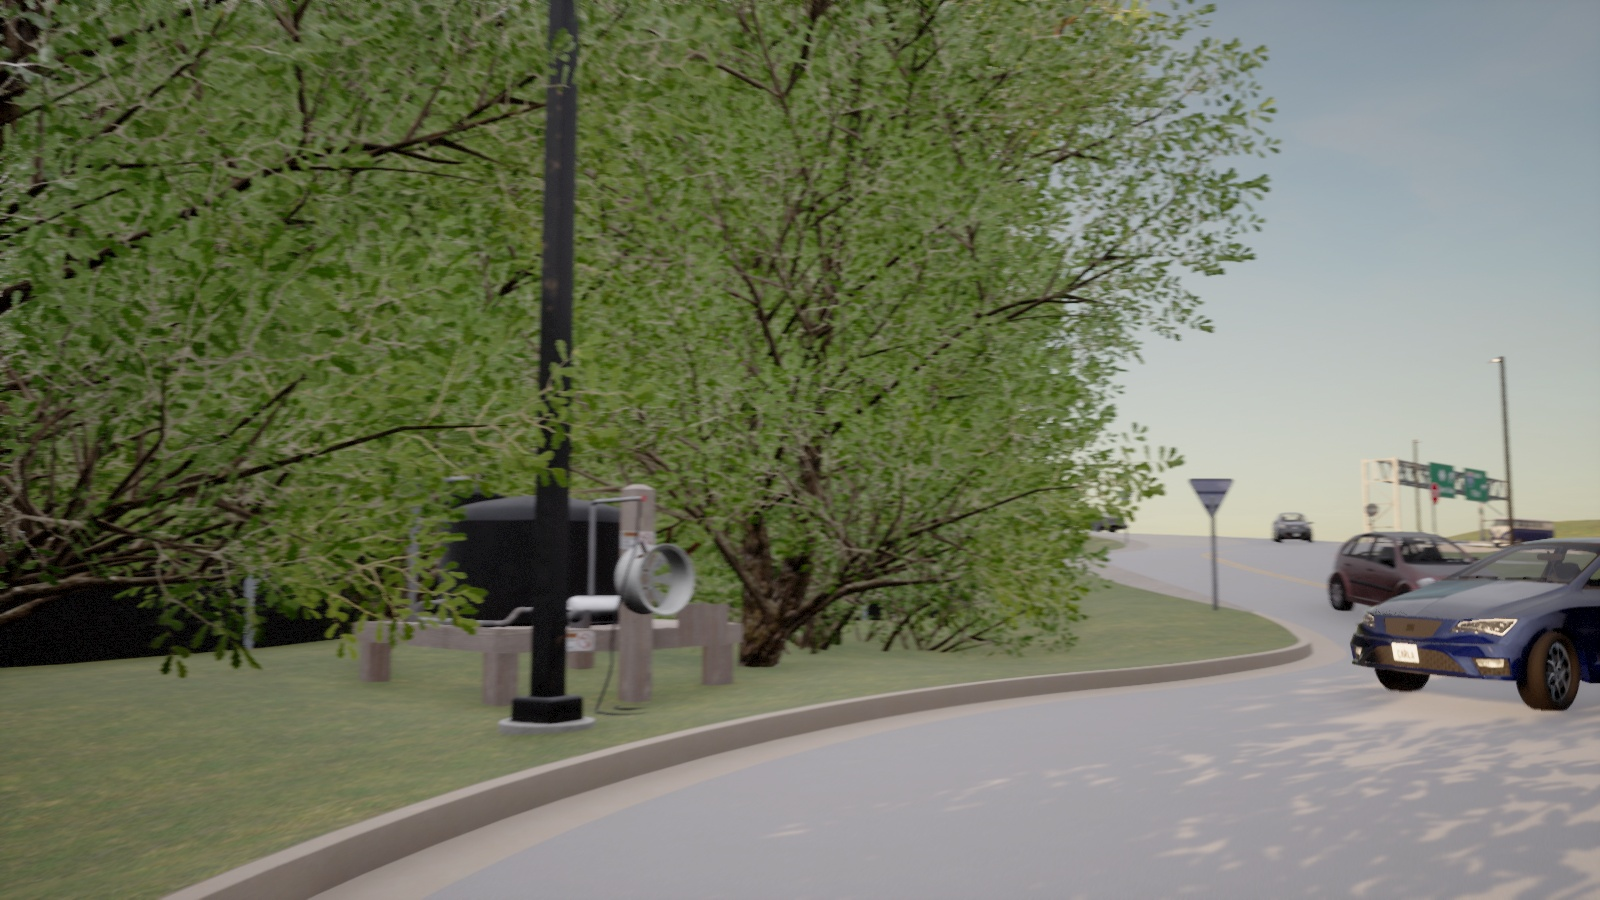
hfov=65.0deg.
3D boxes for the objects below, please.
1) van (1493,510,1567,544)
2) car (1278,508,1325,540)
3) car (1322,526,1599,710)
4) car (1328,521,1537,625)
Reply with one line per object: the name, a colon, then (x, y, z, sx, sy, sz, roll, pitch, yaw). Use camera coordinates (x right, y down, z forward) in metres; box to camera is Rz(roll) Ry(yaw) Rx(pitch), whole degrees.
van: (45.738, 4.821, 78.711, 4.442, 1.987, 1.775, 4, -4, -25)
car: (25.241, 3.695, 63.285, 1.845, 1.501, 3.633, -2, -2, 17)
car: (7.211, 1.483, 11.713, 4.193, 1.474, 1.816, 2, -5, -21)
car: (11.628, 2.204, 23.421, 1.851, 1.617, 3.988, 0, -1, -1)
